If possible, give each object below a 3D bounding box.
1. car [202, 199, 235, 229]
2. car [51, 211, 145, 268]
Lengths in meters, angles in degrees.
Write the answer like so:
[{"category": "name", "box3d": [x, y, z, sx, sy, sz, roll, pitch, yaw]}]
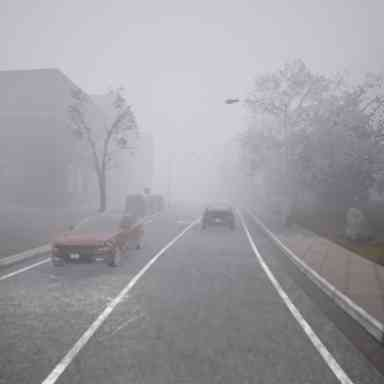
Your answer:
[{"category": "car", "box3d": [1.718, 1.439, 21.199, 1.882, 1.535, 5.008, 0, 0, 6]}, {"category": "car", "box3d": [-2.992, 1.473, 11.546, 1.882, 1.535, 5.008, 0, 0, 5]}]
